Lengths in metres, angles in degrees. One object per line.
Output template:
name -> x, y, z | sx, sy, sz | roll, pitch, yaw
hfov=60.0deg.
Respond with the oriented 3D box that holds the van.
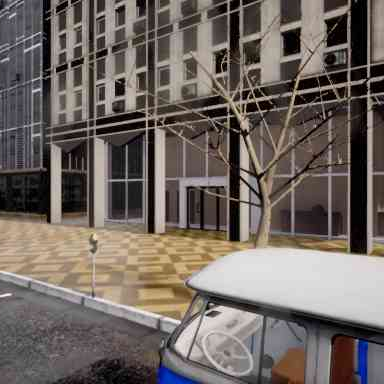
van -> 1.574, 1.341, 1.747 | 3.998, 1.788, 1.690 | 0, 0, 36
